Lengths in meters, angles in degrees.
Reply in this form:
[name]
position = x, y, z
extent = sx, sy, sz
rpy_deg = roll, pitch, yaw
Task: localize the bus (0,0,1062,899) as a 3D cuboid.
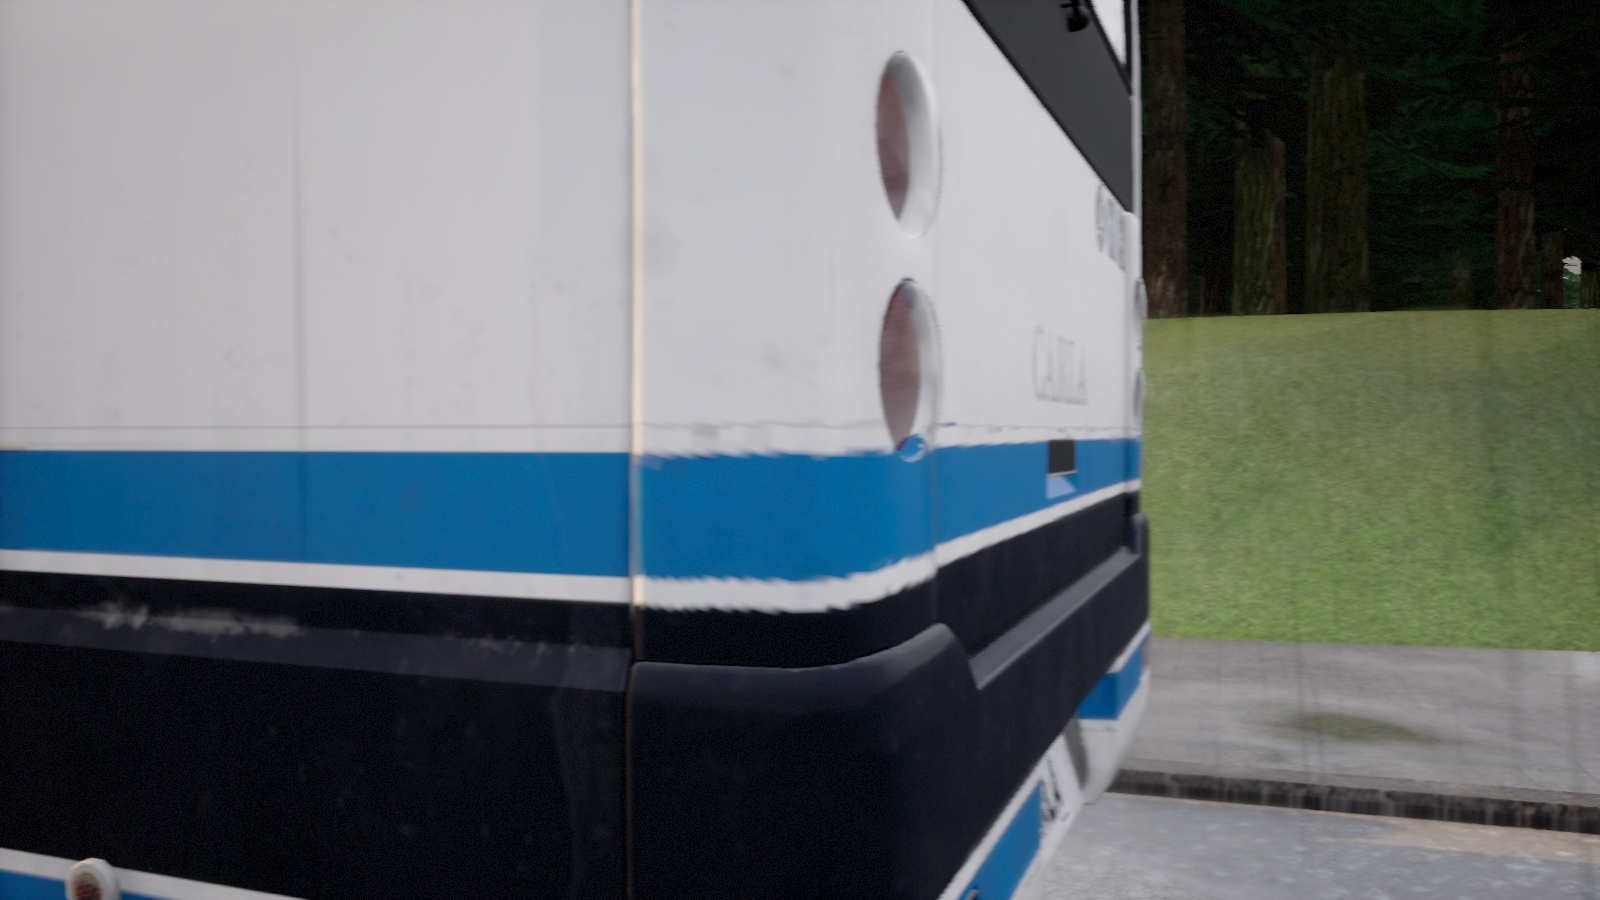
[bus]
position = -4.491, -0.646, 4.922
extent = 10.273, 4.253, 3.944
rpy_deg = 1, 1, 21
